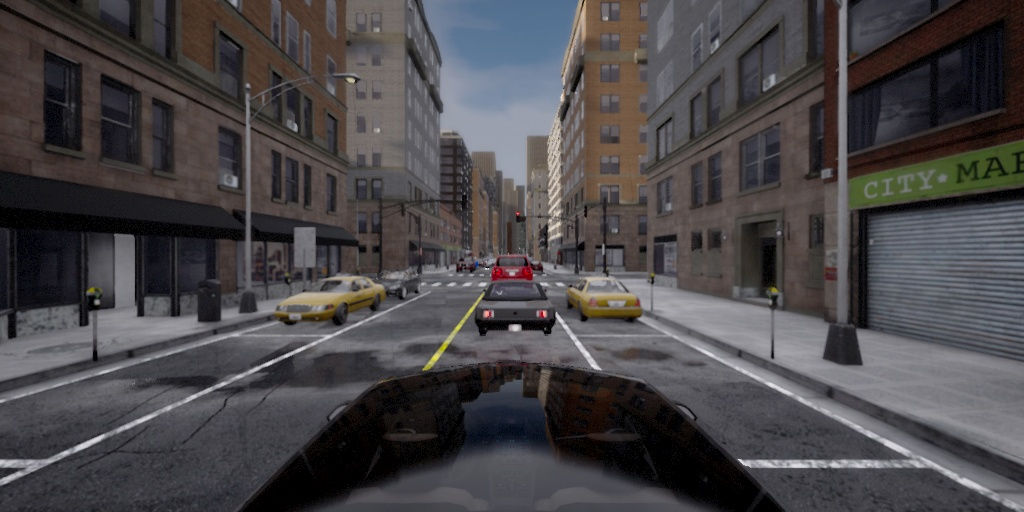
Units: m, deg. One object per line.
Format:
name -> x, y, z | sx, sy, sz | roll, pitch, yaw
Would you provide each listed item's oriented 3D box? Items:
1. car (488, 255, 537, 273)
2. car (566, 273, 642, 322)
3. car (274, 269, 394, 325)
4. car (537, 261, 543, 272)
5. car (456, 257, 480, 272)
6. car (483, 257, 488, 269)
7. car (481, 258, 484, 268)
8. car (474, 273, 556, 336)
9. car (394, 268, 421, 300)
car -> 0.012, 0.954, 20.124 | 2.150, 2.045, 5.566 | 0, 0, 0
car -> 2.864, 1.265, 12.114 | 1.751, 1.417, 4.829 | 0, 0, 0
car -> -5.662, 1.265, 11.780 | 1.751, 1.417, 4.829 | 0, 0, 0
car -> 2.884, 1.262, 44.243 | 1.888, 1.381, 4.507 | 0, 0, 0
car -> -5.642, 1.031, 44.249 | 2.192, 1.841, 5.009 | 0, 0, 0
car -> -3.042, 1.235, 56.663 | 1.812, 1.442, 4.674 | 0, 0, 0
car -> -5.632, 1.147, 60.753 | 1.967, 1.591, 4.097 | 0, 0, 0
car -> 0.087, 1.342, 10.354 | 1.895, 1.301, 4.718 | 0, 0, 0
car -> -5.658, 1.285, 17.476 | 2.007, 1.370, 4.403 | 0, 0, 0
